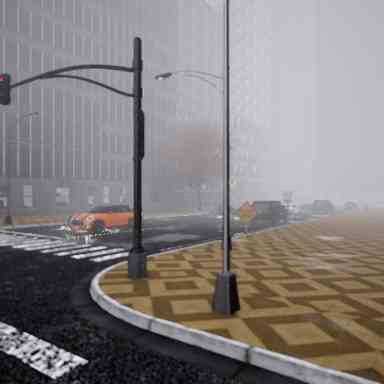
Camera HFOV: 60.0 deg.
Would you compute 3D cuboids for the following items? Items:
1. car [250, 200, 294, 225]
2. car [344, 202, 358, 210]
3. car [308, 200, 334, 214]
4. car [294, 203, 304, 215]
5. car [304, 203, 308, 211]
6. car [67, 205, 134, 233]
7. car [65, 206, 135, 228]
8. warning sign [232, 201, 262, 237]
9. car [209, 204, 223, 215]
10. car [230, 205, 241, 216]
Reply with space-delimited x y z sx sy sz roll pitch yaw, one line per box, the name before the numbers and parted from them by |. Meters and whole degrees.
car | 7.073 1.772 29.917 2.150 2.045 5.566 0 -1 33
car | 31.444 2.669 65.732 2.097 1.767 4.553 0 -1 33
car | 19.264 2.176 48.811 2.150 2.045 5.566 0 -1 33
car | 13.578 2.381 46.075 1.812 1.442 4.674 0 -1 33
car | 19.138 2.515 54.765 1.882 1.535 5.008 0 -1 33
car | -5.848 1.657 22.256 2.097 1.767 4.553 0 -1 33
car | -7.101 1.899 26.307 2.033 1.411 5.357 0 -1 33
warning sign | 3.064 1.459 18.605 1.300 1.860 1.060 1 1 33
car | 3.928 2.242 43.362 1.812 1.442 4.674 0 -1 33
car | 7.342 2.289 42.652 2.033 1.411 5.357 0 -1 33
